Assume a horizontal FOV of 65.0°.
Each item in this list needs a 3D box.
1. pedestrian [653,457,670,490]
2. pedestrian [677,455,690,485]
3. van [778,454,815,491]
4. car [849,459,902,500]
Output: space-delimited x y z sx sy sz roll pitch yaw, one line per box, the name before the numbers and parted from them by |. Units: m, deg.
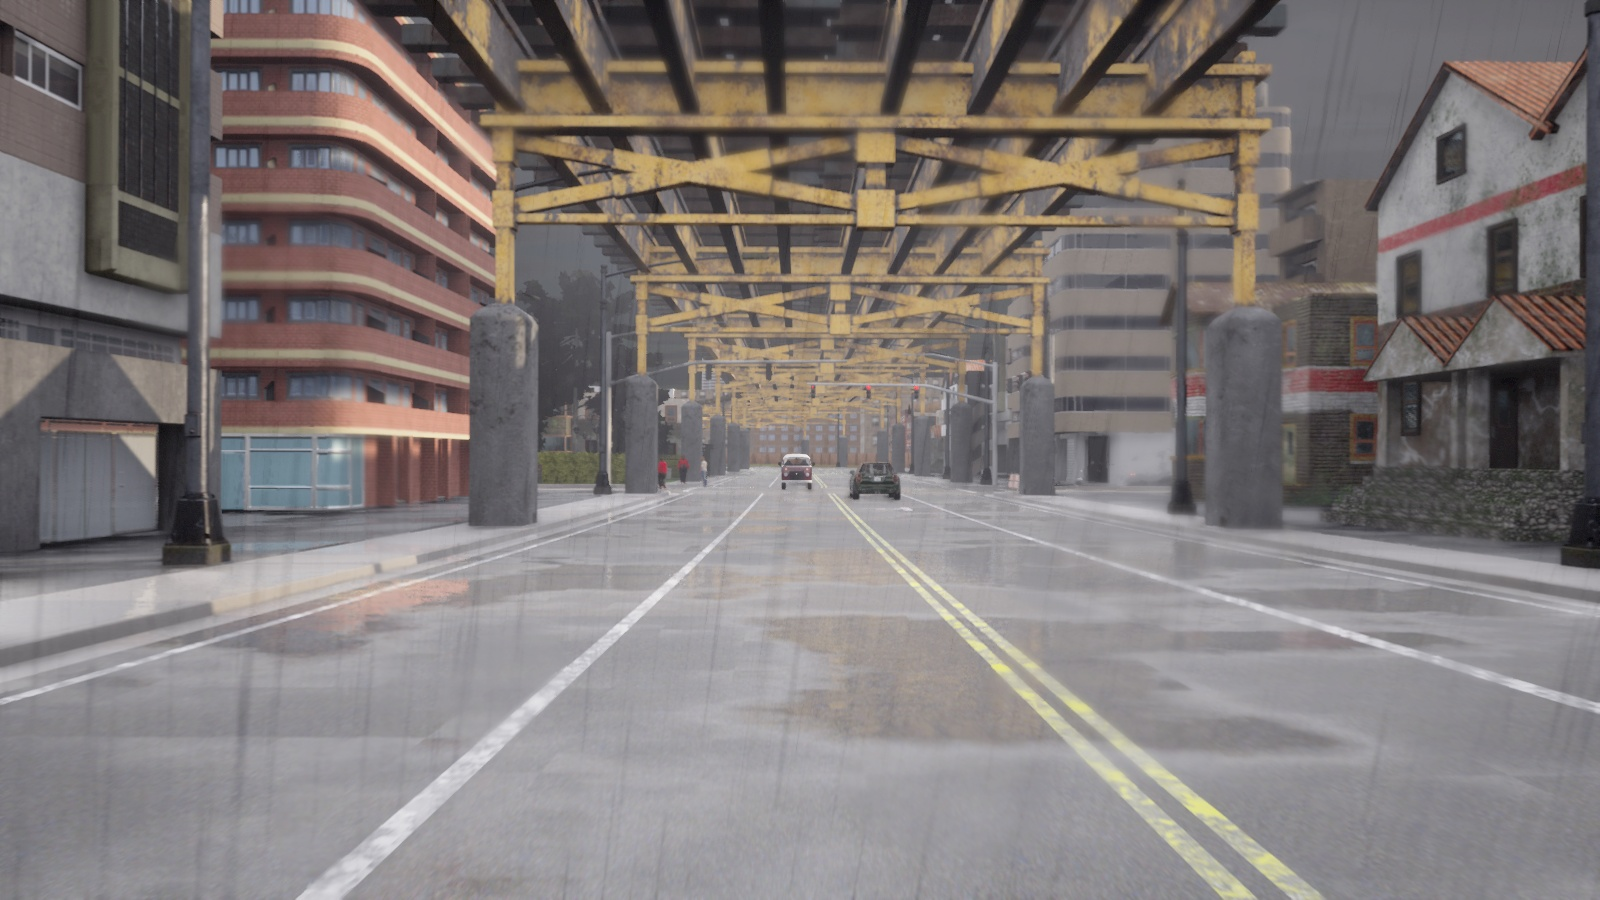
pedestrian | -7.835 1.315 71.063 0.634 1.844 0.899 0 0 -27
pedestrian | -7.311 1.236 78.909 0.634 1.844 0.899 0 0 -16
van | -0.185 1.250 72.296 2.069 2.038 4.480 0 0 0
car | 3.355 1.290 56.732 2.097 1.767 4.553 0 0 0
